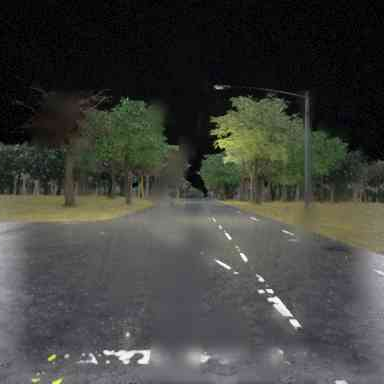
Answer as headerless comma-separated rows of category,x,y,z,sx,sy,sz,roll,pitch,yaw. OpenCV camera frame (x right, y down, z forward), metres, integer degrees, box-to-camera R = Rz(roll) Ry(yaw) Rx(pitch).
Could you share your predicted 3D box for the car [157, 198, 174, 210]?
car,-3.424,1.573,43.321,2.128,1.511,4.902,0,0,0
